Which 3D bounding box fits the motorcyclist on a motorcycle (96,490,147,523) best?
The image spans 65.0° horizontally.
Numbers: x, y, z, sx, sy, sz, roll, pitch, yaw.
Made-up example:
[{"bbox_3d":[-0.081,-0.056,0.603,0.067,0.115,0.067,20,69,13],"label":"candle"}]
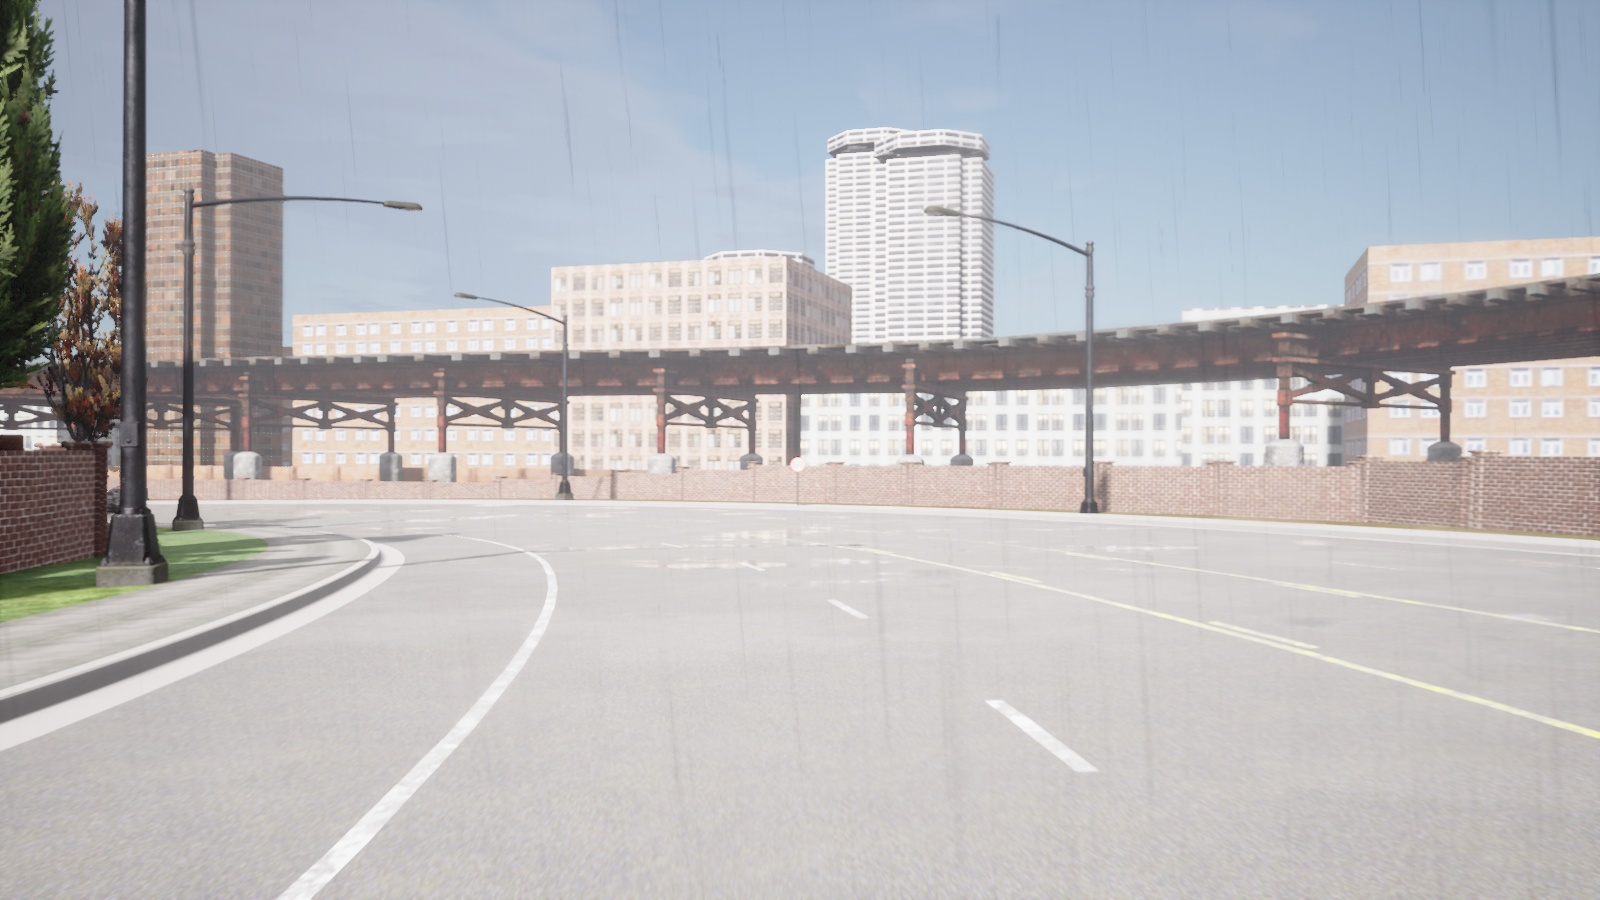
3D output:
[{"bbox_3d":[-32.386,2.703,59.927,2.191,1.530,0.866,-2,0,20],"label":"motorcyclist on a motorcycle"}]
